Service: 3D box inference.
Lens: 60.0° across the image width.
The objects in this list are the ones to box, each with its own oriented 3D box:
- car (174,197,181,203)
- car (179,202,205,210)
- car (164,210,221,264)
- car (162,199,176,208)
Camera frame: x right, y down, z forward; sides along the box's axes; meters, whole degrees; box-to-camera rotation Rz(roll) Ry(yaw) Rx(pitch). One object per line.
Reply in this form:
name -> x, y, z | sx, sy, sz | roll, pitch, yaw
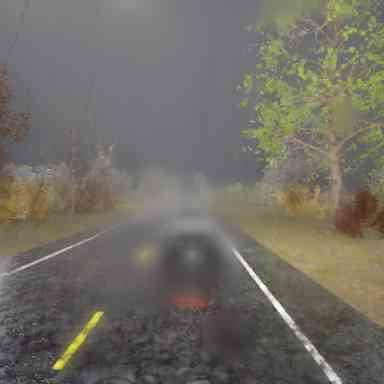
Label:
car -> -3.800, 2.109, 83.927 | 1.882, 1.535, 5.008 | 0, 0, -2
car -> -0.030, 1.796, 27.380 | 1.837, 1.490, 4.892 | 0, 0, 0
car -> 0.030, 1.638, 12.380 | 1.837, 1.490, 4.892 | 0, 0, 0
car -> -4.239, 2.188, 58.095 | 1.895, 1.301, 4.718 | 0, -1, -4
